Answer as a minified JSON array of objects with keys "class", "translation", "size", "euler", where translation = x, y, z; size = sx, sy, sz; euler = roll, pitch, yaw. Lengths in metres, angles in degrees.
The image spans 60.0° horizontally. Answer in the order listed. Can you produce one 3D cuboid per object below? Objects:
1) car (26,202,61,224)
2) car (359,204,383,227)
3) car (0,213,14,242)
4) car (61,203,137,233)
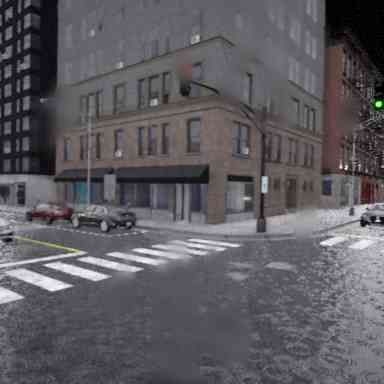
[{"class":"car","translation":[-9.122,1.291,21.529],"size":[4.206,1.307,1.802],"euler":[1,1,39]},{"class":"car","translation":[11.565,1.412,20.011],"size":[1.994,1.385,4.181],"euler":[2,1,39]},{"class":"car","translation":[-9.120,1.284,13.830],"size":[4.674,1.442,1.812],"euler":[1,0,41]},{"class":"car","translation":[-4.844,1.331,18.027],"size":[4.403,1.369,2.008],"euler":[1,1,39]}]
